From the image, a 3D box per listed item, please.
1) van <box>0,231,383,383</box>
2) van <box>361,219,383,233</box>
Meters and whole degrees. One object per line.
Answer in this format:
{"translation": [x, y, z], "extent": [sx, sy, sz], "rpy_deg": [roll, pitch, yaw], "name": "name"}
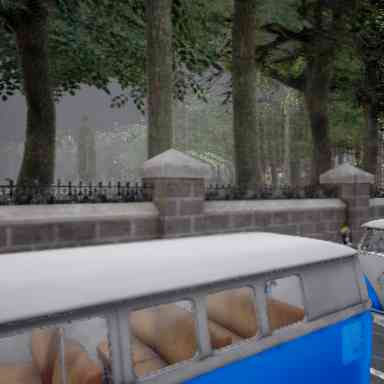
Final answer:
{"translation": [-0.201, 1.318, 2.715], "extent": [3.998, 1.788, 1.690], "rpy_deg": [0, 0, -35], "name": "van"}
{"translation": [4.453, 1.320, 5.934], "extent": [3.998, 1.788, 1.690], "rpy_deg": [0, 0, -35], "name": "van"}
